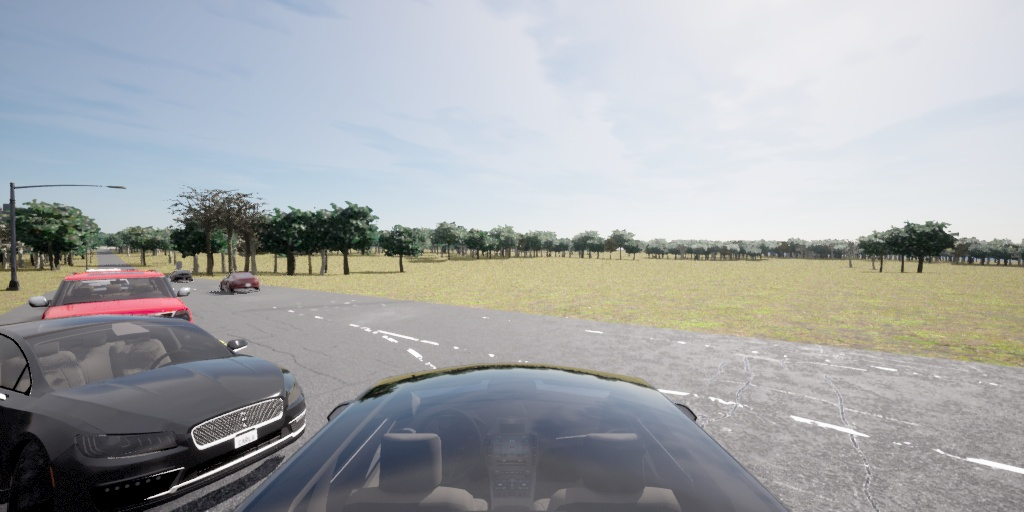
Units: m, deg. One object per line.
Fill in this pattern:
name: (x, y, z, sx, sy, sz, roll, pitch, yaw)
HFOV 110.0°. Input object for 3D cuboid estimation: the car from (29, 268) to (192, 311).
car: (-9.480, 1.386, 8.621, 5.566, 2.045, 2.150, -2, 0, 41)

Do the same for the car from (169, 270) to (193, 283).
car: (-44.028, 2.655, 47.677, 4.892, 1.490, 1.837, -2, 0, 41)

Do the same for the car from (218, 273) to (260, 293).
car: (-21.306, 2.033, 28.077, 4.674, 1.442, 1.812, -2, 0, 41)

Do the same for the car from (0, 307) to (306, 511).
car: (-4.564, 1.445, 3.981, 4.892, 1.490, 1.837, -3, -3, 21)
